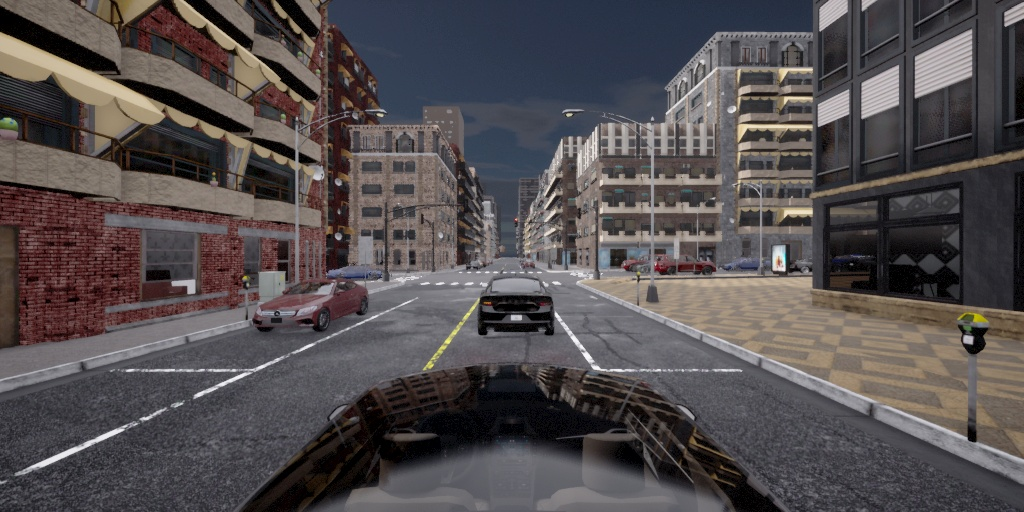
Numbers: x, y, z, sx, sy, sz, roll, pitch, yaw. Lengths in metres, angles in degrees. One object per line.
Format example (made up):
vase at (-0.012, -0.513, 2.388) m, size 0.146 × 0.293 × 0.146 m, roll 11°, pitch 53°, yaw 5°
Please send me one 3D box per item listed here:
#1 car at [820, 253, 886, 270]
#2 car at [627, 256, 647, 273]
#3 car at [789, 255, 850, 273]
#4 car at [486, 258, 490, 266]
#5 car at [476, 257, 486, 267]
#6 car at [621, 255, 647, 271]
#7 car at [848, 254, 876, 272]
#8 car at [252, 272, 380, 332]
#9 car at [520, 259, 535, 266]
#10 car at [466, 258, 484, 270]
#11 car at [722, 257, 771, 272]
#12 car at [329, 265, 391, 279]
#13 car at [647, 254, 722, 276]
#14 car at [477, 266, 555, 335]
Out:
car at (34.887, 0.551, 36.744) m, size 5.008 × 1.535 × 1.882 m, roll -1°, pitch 0°, yaw 0°
car at (14.457, 1.021, 36.585) m, size 4.181 × 1.385 × 1.994 m, roll -1°, pitch 0°, yaw -1°
car at (25.812, 0.822, 30.891) m, size 4.313 × 1.339 × 1.948 m, roll 0°, pitch 0°, yaw 0°
car at (-5.670, 1.086, 64.213) m, size 2.192 × 1.841 × 5.009 m, roll 0°, pitch 0°, yaw 0°
car at (-5.672, 1.293, 58.361) m, size 1.751 × 1.417 × 4.829 m, roll 0°, pitch 0°, yaw 0°
car at (14.587, 0.764, 39.177) m, size 5.009 × 1.841 × 2.192 m, roll 0°, pitch 0°, yaw 0°
car at (31.360, 0.718, 30.937) m, size 4.313 × 1.339 × 1.948 m, roll 0°, pitch 0°, yaw 0°
car at (-5.739, 1.332, 10.825) m, size 1.802 × 1.307 × 4.207 m, roll 0°, pitch 0°, yaw 0°
car at (2.708, 1.208, 58.530) m, size 1.967 × 1.591 × 4.097 m, roll 0°, pitch 0°, yaw 0°
car at (-5.674, 1.330, 52.848) m, size 1.948 × 1.339 × 4.313 m, roll 0°, pitch 0°, yaw 0°
car at (23.994, 0.826, 36.665) m, size 5.357 × 1.411 × 2.033 m, roll -1°, pitch 0°, yaw -1°
car at (-14.069, 1.537, 33.179) m, size 5.357 × 1.411 × 2.033 m, roll -1°, pitch 0°, yaw -1°
car at (14.719, 0.778, 30.798) m, size 5.009 × 1.841 × 2.192 m, roll 0°, pitch 0°, yaw 0°
car at (0.101, 1.228, 10.482) m, size 1.882 × 1.535 × 5.008 m, roll 0°, pitch 0°, yaw 0°
